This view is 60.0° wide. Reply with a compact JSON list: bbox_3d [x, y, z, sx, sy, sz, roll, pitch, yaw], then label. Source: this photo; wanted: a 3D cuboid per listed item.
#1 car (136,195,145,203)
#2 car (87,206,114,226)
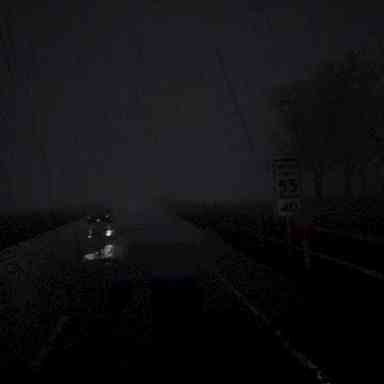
[{"bbox_3d":[-14.153,1.996,90.934,2.150,2.045,5.566,-3,0,-9],"label":"car"},{"bbox_3d":[-7.715,1.959,28.302,1.812,1.442,4.674,-3,0,-9],"label":"car"}]
